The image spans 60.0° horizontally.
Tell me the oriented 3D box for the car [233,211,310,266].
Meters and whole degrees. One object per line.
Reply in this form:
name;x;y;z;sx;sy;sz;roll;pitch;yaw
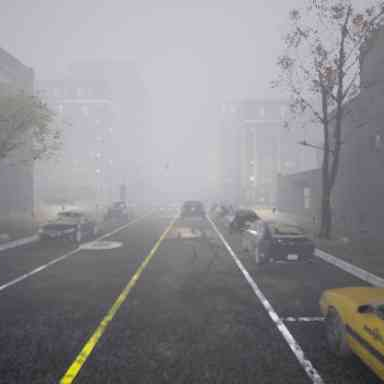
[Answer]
car;2.799;1.581;11.425;2.008;1.369;4.403;0;0;0

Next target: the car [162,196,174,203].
car;-5.774;1.768;75.666;1.887;1.381;4.507;0;0;0

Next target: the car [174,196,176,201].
car;-5.684;1.811;85.768;2.008;1.369;4.403;0;0;0

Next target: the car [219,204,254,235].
car;2.827;1.616;18.970;1.947;1.339;4.313;0;0;0

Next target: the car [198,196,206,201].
car;2.697;1.847;91.434;1.947;1.339;4.313;0;0;0

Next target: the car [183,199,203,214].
car;0.101;1.597;38.466;2.128;1.511;4.902;0;0;0

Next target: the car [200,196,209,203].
car;2.809;1.660;74.444;1.967;1.590;4.097;0;0;0

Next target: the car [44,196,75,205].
car;-19.996;1.302;50.311;4.507;1.381;1.887;1;-2;-1

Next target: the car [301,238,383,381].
car;2.759;1.534;3.204;1.752;1.417;4.829;0;0;0

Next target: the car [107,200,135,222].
car;-5.811;1.512;26.871;1.967;1.590;4.097;0;0;0

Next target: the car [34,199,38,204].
car;-25.677;1.195;50.334;4.507;1.381;1.887;1;-2;-1

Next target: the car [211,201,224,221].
car;2.827;1.657;27.971;1.802;1.307;4.206;0;0;0

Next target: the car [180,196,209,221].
car;0.101;1.428;28.405;2.097;1.767;4.553;0;0;0

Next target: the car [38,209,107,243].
car;-5.805;1.593;16.052;2.008;1.369;4.403;1;0;0

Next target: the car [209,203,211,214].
car;2.827;1.646;36.973;1.887;1.381;4.507;0;0;0
